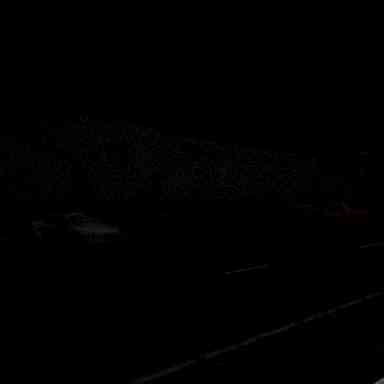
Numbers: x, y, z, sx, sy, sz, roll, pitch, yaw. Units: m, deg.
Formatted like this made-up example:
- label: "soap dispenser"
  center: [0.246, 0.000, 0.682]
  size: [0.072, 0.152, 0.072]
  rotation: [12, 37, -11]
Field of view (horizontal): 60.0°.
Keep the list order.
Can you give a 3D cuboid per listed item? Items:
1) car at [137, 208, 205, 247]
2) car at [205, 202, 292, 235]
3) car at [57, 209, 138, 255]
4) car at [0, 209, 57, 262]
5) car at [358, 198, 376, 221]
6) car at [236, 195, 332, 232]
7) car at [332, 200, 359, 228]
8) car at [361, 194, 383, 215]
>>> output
- label: "car"
  center: [-2.202, 1.478, 14.987]
  size: [5.008, 1.535, 2.097]
  rotation: [-1, 0, 34]
- label: "car"
  center: [2.701, 1.488, 18.475]
  size: [4.792, 1.488, 2.163]
  rotation: [-1, -1, 34]
- label: "car"
  center: [-4.647, 1.525, 13.248]
  size: [4.674, 1.452, 2.002]
  rotation: [-1, -1, 34]
- label: "car"
  center: [-7.113, 1.364, 11.520]
  size: [4.553, 1.767, 2.185]
  rotation: [-1, -1, 34]
- label: "car"
  center: [9.838, 1.441, 23.831]
  size: [5.366, 1.575, 1.946]
  rotation: [-1, -1, 34]
- label: "car"
  center: [5.139, 1.200, 20.227]
  size: [5.566, 2.045, 2.435]
  rotation: [-1, -1, 34]
- label: "car"
  center: [7.710, 1.439, 21.880]
  size: [5.366, 1.575, 1.946]
  rotation: [-1, -1, 34]
- label: "car"
  center: [14.843, 1.190, 27.236]
  size: [5.566, 2.045, 2.435]
  rotation: [-1, 0, 34]
